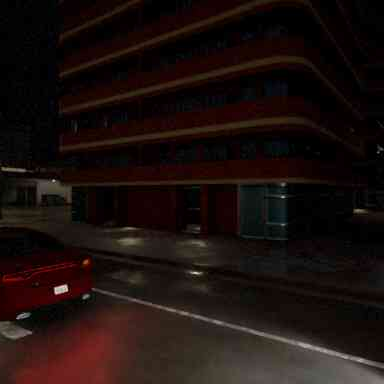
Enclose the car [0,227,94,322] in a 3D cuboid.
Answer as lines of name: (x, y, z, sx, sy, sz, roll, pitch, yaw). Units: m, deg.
car: (-4.207, 1.478, 6.996, 5.008, 1.535, 1.882, 0, 0, 35)
